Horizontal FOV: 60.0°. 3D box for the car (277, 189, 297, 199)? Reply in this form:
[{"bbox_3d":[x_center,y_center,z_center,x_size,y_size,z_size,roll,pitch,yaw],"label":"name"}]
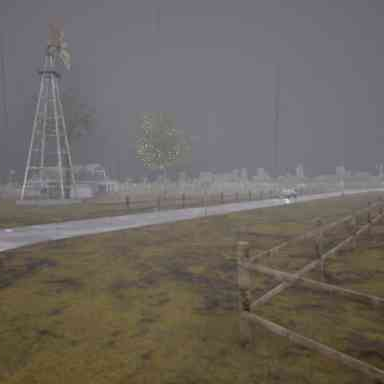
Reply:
[{"bbox_3d":[14.246,0.310,49.693,1.812,1.442,4.674,-1,1,35],"label":"car"}]
